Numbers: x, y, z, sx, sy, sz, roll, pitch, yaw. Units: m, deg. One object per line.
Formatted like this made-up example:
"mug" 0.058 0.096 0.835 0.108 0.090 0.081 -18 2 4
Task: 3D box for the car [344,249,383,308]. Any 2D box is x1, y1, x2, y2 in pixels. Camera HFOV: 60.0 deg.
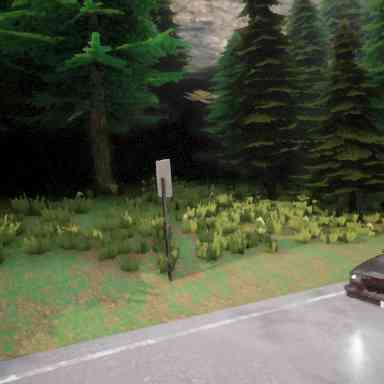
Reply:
"car" 5.550 1.494 6.902 5.357 1.411 2.033 0 0 -31
